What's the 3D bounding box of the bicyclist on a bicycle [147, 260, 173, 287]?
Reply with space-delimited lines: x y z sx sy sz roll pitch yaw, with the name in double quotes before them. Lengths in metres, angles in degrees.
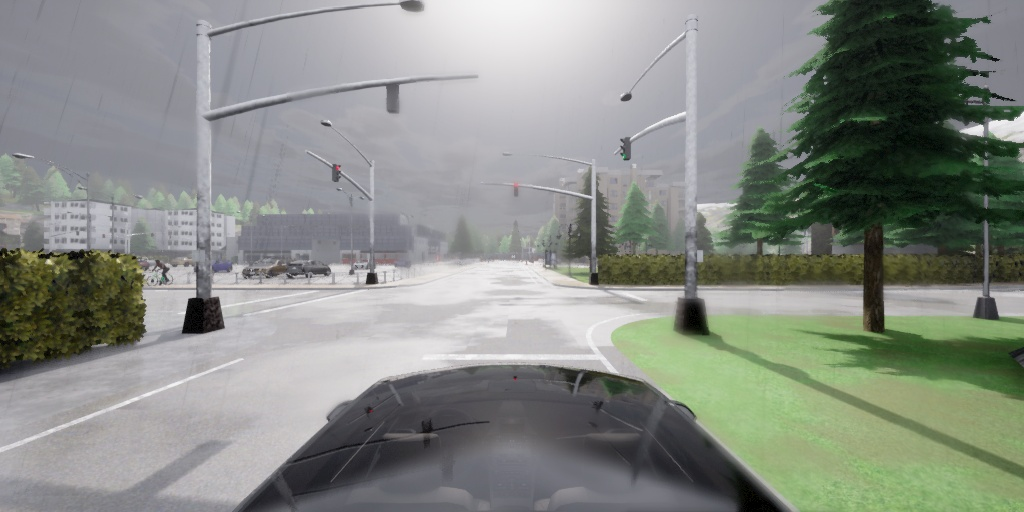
"bicyclist on a bicycle" -21.759 1.051 22.176 0.582 1.620 1.656 0 0 1
